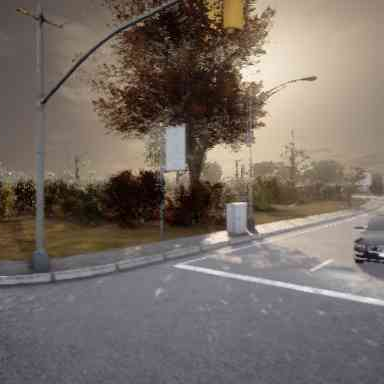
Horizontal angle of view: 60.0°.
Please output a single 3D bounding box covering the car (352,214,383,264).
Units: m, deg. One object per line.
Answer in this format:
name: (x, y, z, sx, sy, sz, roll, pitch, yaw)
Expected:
car: (6.815, 1.505, 11.144, 1.837, 1.490, 4.892, 0, 0, 39)
